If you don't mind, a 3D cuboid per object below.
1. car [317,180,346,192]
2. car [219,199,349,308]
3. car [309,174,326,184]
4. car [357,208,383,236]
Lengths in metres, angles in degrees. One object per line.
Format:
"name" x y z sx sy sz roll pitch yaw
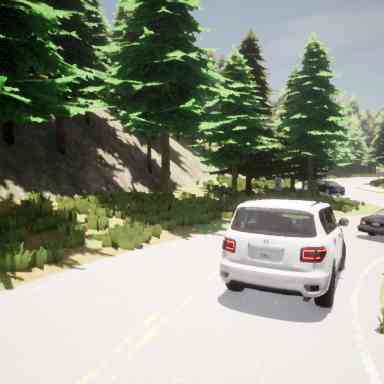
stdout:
"car" 16.077 -0.557 38.920 1.882 1.535 5.008 -1 5 -2
"car" 2.552 1.199 8.370 2.150 2.045 5.566 3 2 27
"car" 22.136 -2.338 58.358 1.882 1.535 5.008 3 6 31
"car" 10.134 1.412 15.819 5.357 1.411 2.033 -1 5 -32
